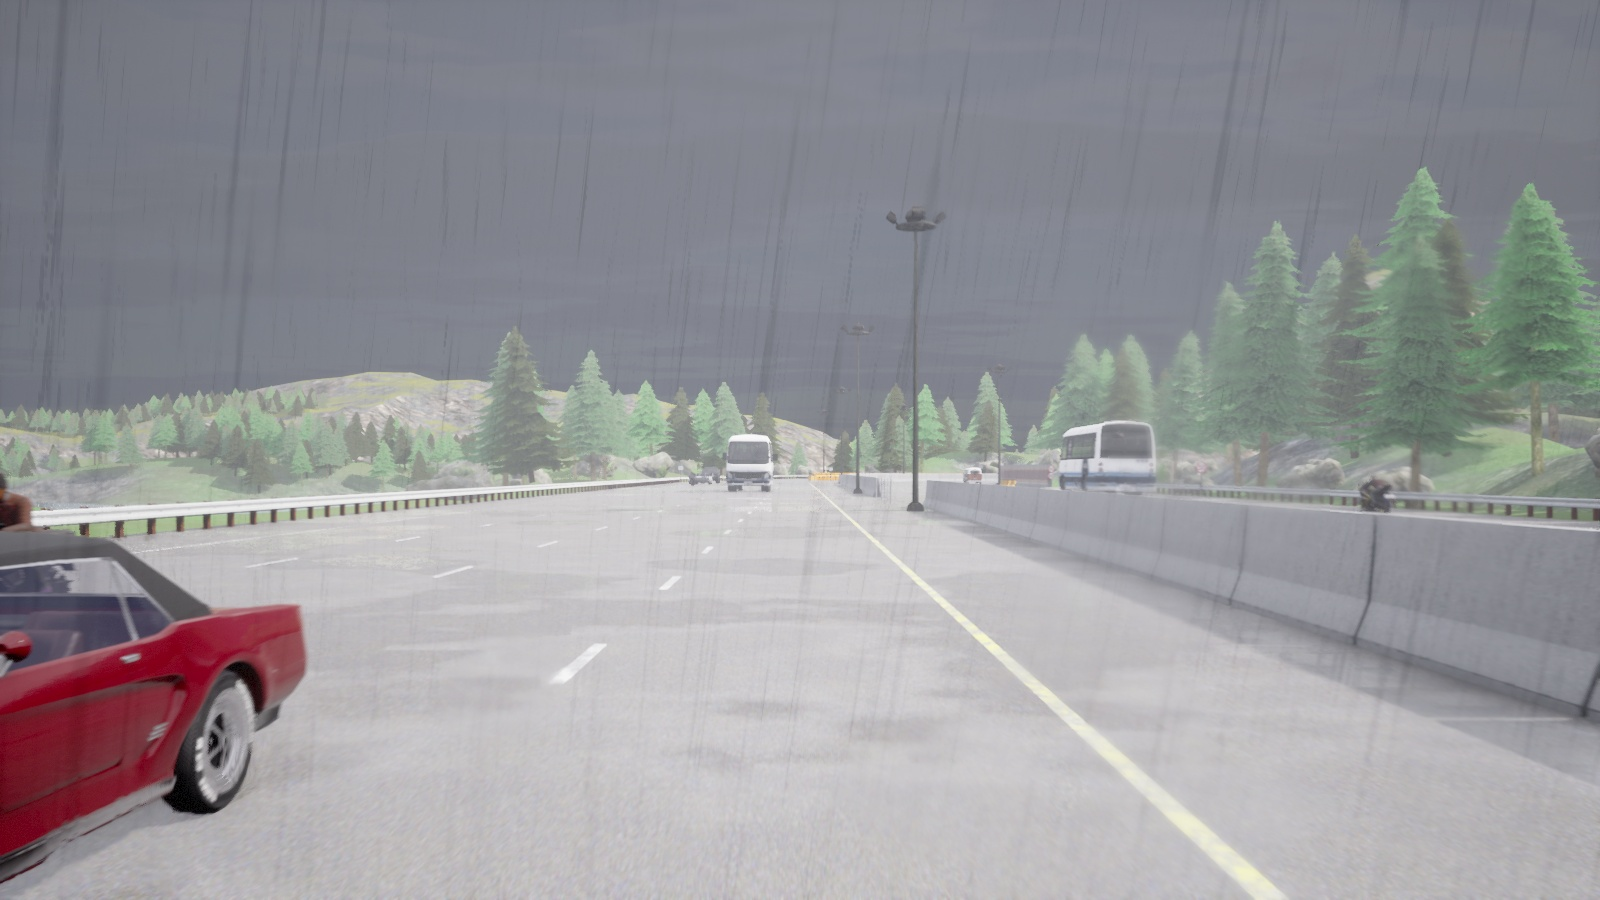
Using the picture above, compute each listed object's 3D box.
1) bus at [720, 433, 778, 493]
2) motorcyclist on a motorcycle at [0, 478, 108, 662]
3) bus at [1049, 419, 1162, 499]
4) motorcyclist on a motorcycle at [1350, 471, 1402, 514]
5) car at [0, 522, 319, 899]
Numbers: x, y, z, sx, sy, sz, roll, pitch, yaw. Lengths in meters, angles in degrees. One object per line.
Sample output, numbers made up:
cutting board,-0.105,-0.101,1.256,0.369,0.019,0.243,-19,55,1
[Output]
bus,-3.726,1.034,94.525,3.944,4.253,10.273,0,-1,0
motorcyclist on a motorcycle,-7.026,1.009,10.994,0.797,1.523,2.044,0,-1,0
bus,17.323,0.576,72.169,3.944,4.253,10.273,0,-1,0
motorcyclist on a motorcycle,20.894,1.528,45.574,0.866,1.530,2.191,0,-1,0
car,-3.509,1.002,4.338,1.895,1.301,4.718,0,-1,0
